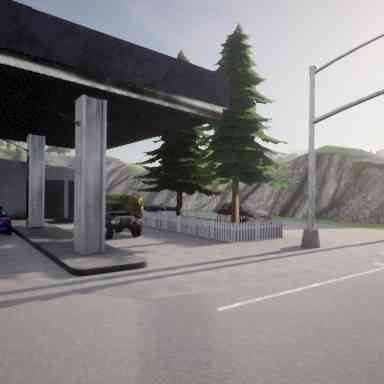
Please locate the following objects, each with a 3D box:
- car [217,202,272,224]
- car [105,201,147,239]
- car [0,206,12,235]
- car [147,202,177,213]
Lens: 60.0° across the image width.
[{"bbox_3d":[3.940,1.600,25.527,2.097,1.767,4.553,1,0,-35],"label":"car"},{"bbox_3d":[-4.364,1.447,18.327,1.905,1.878,3.866,1,0,-36],"label":"car"},{"bbox_3d":[-11.493,1.523,18.592,2.242,1.667,4.611,1,0,-36],"label":"car"},{"bbox_3d":[-3.377,1.764,36.084,1.895,1.301,4.718,1,0,-35],"label":"car"}]
